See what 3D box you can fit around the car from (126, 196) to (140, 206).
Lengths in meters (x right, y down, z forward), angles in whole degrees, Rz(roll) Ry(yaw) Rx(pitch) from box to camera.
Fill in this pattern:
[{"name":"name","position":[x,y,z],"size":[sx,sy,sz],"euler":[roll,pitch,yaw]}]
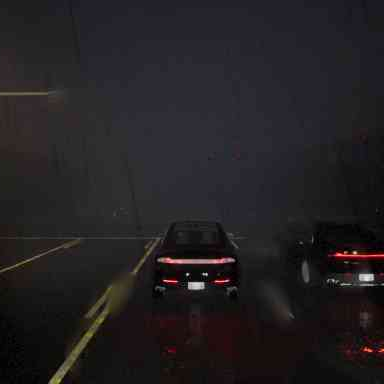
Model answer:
[{"name":"car","position":[-10.461,1.491,54.417],"size":[2.128,1.511,4.902],"euler":[0,0,0]}]

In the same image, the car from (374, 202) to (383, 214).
[{"name":"car","position":[18.108,1.061,28.274],"size":[4.902,1.511,2.128],"euler":[-5,0,0]}]

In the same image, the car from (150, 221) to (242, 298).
[{"name":"car","position":[0.095,1.492,8.476],"size":[2.128,1.511,4.902],"euler":[0,0,0]}]

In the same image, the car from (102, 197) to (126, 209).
[{"name":"car","position":[-10.497,1.601,44.241],"size":[1.895,1.301,4.718],"euler":[0,0,0]}]

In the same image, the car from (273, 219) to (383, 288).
[{"name":"car","position":[3.600,1.505,9.240],"size":[1.837,1.490,4.892],"euler":[0,0,1]}]

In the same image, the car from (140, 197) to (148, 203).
[{"name":"car","position":[-10.339,1.601,68.833],"size":[1.895,1.301,4.718],"euler":[0,0,0]}]

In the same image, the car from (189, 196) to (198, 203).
[{"name":"car","position":[0.255,1.491,66.855],"size":[2.128,1.511,4.902],"euler":[0,0,0]}]
